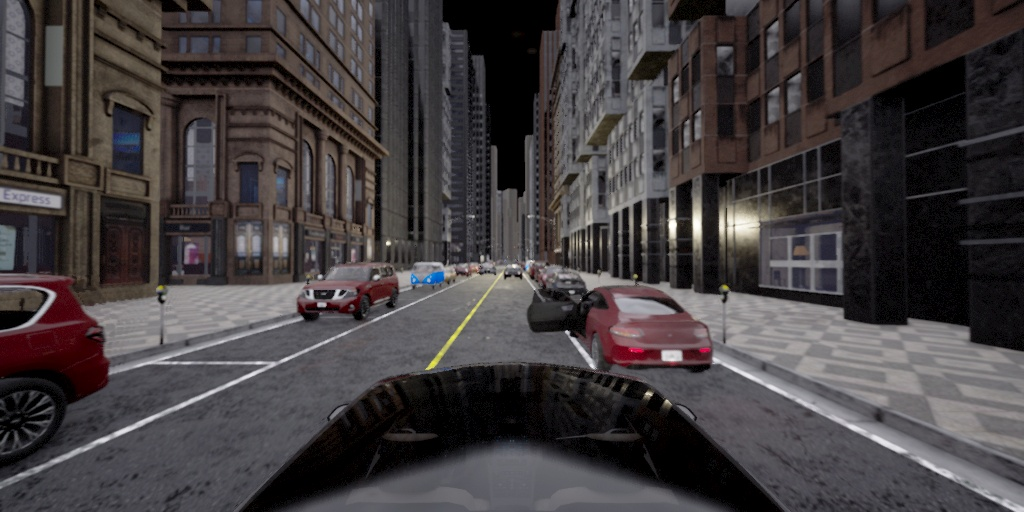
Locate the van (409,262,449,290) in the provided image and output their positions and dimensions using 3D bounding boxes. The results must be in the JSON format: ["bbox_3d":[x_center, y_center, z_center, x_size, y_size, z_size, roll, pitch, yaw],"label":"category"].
[{"bbox_3d":[-5.732,1.326,24.541,1.690,1.789,3.998,0,0,0],"label":"van"}]

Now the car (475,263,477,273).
[{"bbox_3d":[-5.703,1.717,52.548,1.967,1.591,4.097,0,0,0],"label":"car"}]

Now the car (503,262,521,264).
[{"bbox_3d":[0.091,1.812,46.853,1.895,1.301,4.718,0,-1,1],"label":"car"}]

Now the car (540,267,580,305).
[{"bbox_3d":[2.788,1.469,18.944,2.007,1.370,4.403,0,0,0],"label":"car"}]

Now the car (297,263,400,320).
[{"bbox_3d":[-5.743,1.187,13.339,2.192,1.841,5.009,0,0,0],"label":"car"}]

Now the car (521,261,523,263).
[{"bbox_3d":[2.834,1.968,63.759,1.802,1.307,4.207,0,0,0],"label":"car"}]

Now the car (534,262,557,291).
[{"bbox_3d":[2.794,1.416,24.547,1.967,1.591,4.097,0,0,0],"label":"car"}]

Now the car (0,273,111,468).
[{"bbox_3d":[-5.755,1.075,2.136,2.192,1.841,5.009,0,0,0],"label":"car"}]

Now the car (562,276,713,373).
[{"bbox_3d":[2.365,1.331,7.599,1.812,1.442,4.674,0,-1,0],"label":"car"}]

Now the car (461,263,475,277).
[{"bbox_3d":[-5.714,1.600,41.346,1.967,1.591,4.097,0,0,0],"label":"car"}]

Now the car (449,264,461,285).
[{"bbox_3d":[-5.726,1.569,29.972,1.751,1.417,4.829,0,0,0],"label":"car"}]

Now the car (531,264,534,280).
[{"bbox_3d":[2.799,1.616,30.148,1.802,1.307,4.207,0,0,0],"label":"car"}]

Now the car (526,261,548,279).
[{"bbox_3d":[2.805,1.407,35.750,2.192,1.841,5.009,0,0,0],"label":"car"}]

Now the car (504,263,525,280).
[{"bbox_3d":[0.117,1.707,36.816,1.895,1.301,4.718,0,-1,0],"label":"car"}]

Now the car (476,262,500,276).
[{"bbox_3d":[-2.961,1.761,45.164,1.994,1.385,4.181,0,-1,1],"label":"car"}]

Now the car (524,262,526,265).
[{"bbox_3d":[2.817,1.735,47.123,1.751,1.417,4.829,0,0,0],"label":"car"}]
